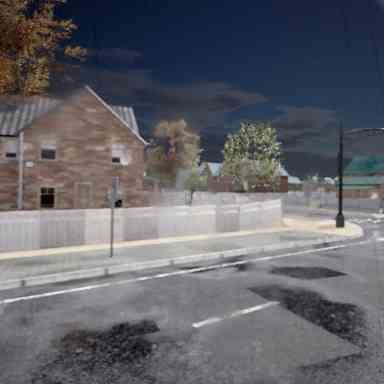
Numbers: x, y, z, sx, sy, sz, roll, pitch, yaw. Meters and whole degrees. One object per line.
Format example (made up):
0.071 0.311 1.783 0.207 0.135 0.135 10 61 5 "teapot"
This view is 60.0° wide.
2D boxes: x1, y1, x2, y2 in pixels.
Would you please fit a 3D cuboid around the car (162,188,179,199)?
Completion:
-4.297 0.349 63.139 2.150 2.045 5.566 1 0 -21 "car"
